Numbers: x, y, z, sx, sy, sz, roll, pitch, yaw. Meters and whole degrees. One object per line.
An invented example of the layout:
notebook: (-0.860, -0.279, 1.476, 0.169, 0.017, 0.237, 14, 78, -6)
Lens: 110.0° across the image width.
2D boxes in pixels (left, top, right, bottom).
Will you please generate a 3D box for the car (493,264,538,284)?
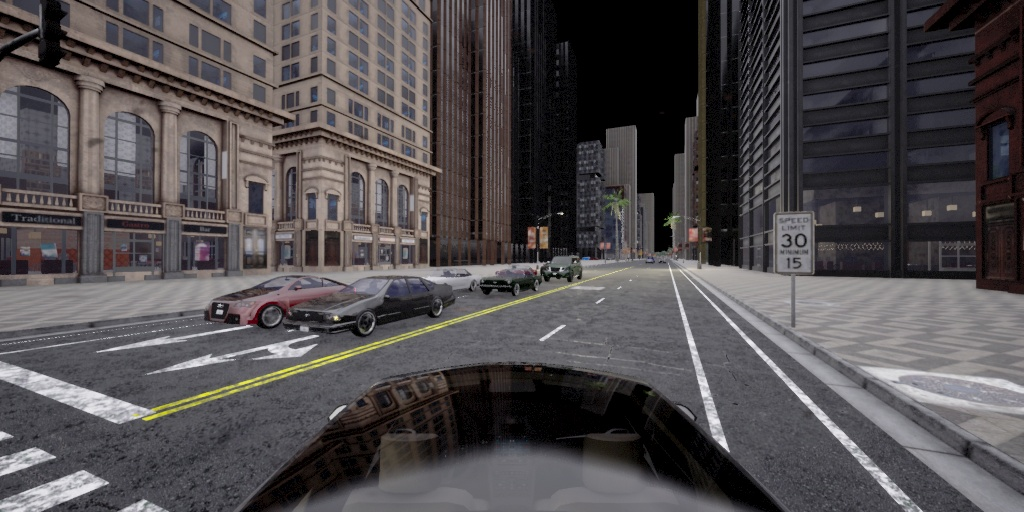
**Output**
car: (0.406, 1.364, 28.587, 1.895, 1.301, 4.718, 0, 0, 24)

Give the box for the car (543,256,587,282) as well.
car: (4.286, 0.987, 29.366, 2.150, 2.045, 5.566, 0, 0, 23)

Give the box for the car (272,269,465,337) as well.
car: (-3.753, 1.299, 10.742, 2.033, 1.411, 5.357, 0, 0, 23)

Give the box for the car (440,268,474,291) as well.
car: (-3.541, 1.357, 19.441, 1.895, 1.301, 4.718, 0, 0, 23)

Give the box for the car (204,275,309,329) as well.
car: (-7.007, 1.316, 11.394, 1.994, 1.385, 4.181, 0, 0, 24)

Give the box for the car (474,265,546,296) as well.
car: (0.045, 1.358, 19.546, 1.895, 1.301, 4.718, 0, 0, 24)

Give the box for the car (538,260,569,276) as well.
car: (4.484, 1.251, 37.943, 1.882, 1.535, 5.008, 0, 0, 24)
